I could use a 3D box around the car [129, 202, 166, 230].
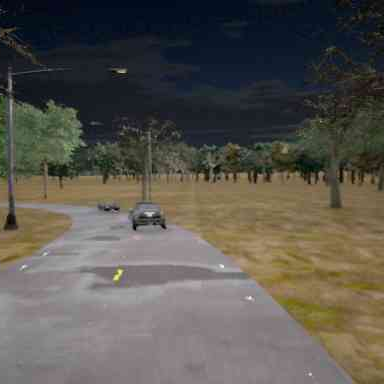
[{"bbox_3d":[-3.108,1.458,22.386,2.097,1.767,4.553,-1,0,-14],"label":"car"}]

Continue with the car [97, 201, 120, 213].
[{"bbox_3d":[-10.494,1.821,41.421,1.895,1.301,4.718,-2,1,-28],"label":"car"}]
